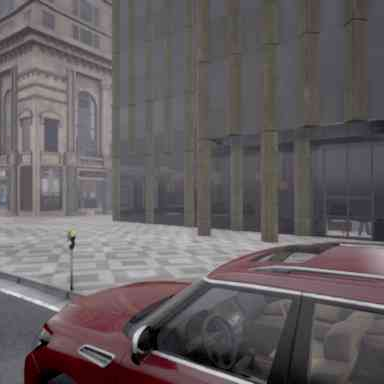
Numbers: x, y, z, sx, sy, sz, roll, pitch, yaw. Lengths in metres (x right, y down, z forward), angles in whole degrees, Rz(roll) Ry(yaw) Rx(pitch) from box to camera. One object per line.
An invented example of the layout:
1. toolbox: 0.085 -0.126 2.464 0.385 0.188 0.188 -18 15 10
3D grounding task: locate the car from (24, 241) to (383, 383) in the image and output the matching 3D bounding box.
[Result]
1. car: 0.897 1.314 2.333 5.009 1.841 2.192 0 0 36
